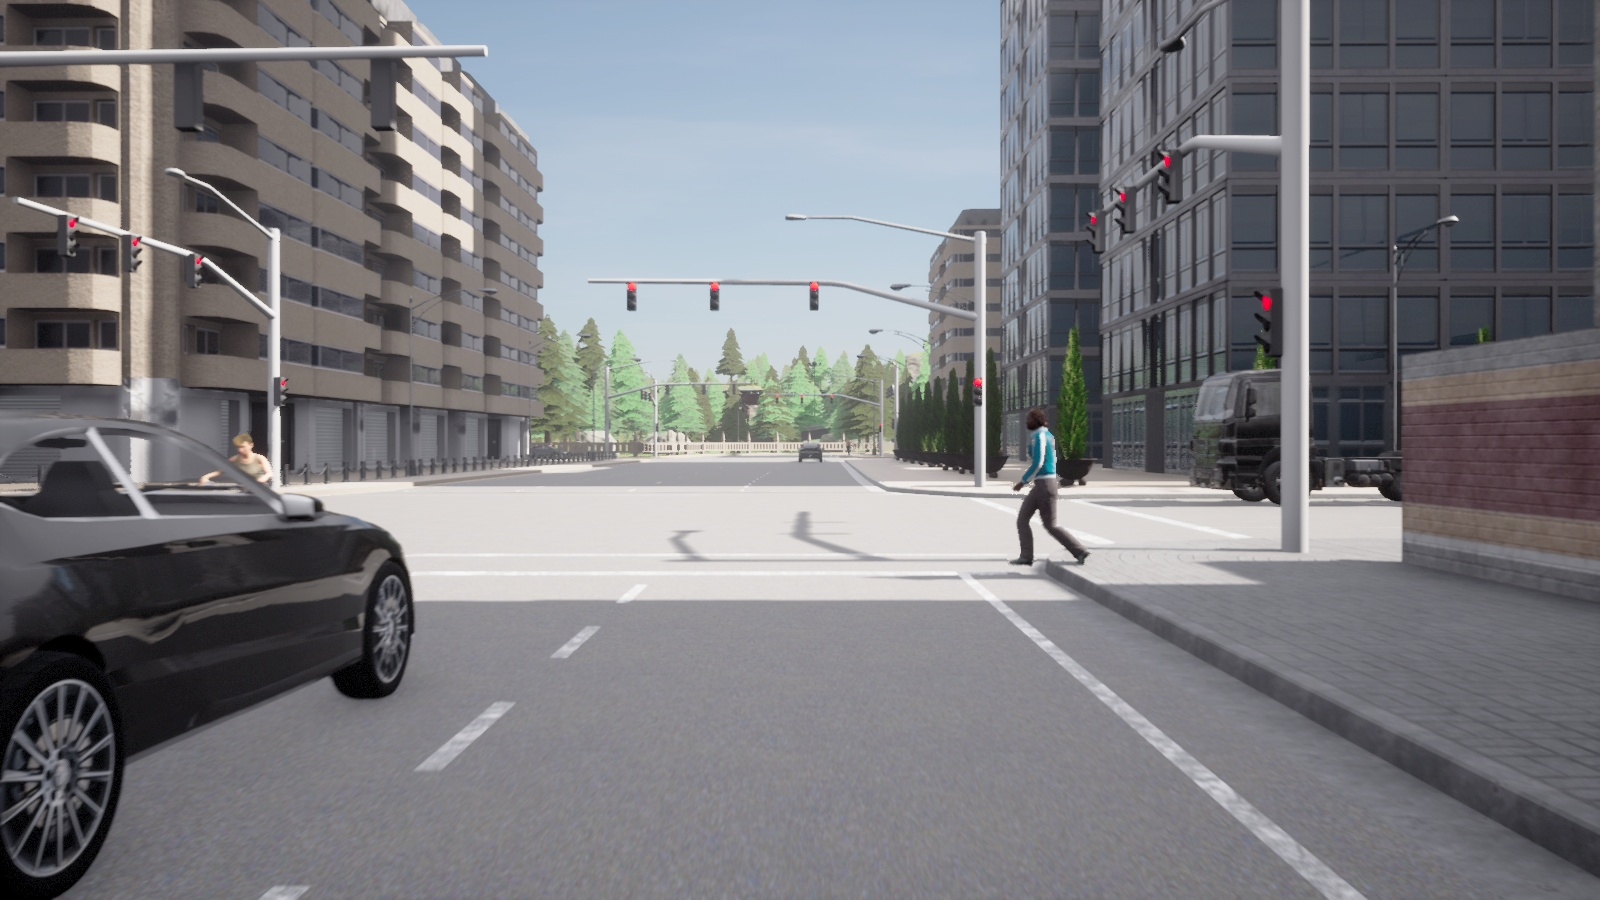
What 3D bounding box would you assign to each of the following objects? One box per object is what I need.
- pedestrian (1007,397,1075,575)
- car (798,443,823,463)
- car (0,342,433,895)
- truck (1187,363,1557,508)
[{"bbox_3d":[2.662,0.387,13.876,0.692,1.930,0.396,0,0,17],"label":"pedestrian"},{"bbox_3d":[0.825,0.205,97.133,1.837,1.490,4.892,0,0,1],"label":"car"},{"bbox_3d":[-3.453,0.491,5.584,2.152,1.651,5.027,0,0,0],"label":"car"},{"bbox_3d":[14.125,-0.346,31.493,7.936,3.462,2.891,0,0,1],"label":"truck"}]
